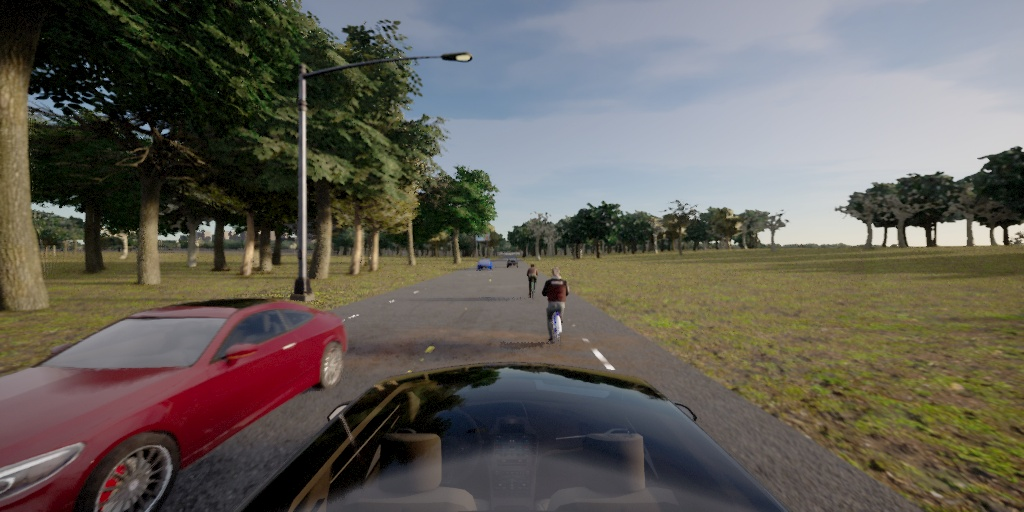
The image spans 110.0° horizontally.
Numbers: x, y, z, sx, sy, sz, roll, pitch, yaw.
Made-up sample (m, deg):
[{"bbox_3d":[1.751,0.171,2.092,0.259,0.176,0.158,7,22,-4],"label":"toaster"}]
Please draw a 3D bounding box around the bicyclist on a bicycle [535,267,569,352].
[{"bbox_3d":[0.962,1.121,8.033,0.659,1.776,1.843,0,0,0],"label":"bicyclist on a bicycle"}]

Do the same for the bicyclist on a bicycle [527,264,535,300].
[{"bbox_3d":[0.962,1.197,16.698,0.582,1.620,1.656,0,0,0],"label":"bicyclist on a bicycle"}]

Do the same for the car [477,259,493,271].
[{"bbox_3d":[-3.591,1.134,47.982,1.882,1.535,5.008,0,0,0],"label":"car"}]

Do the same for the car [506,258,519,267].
[{"bbox_3d":[0.100,1.112,60.834,1.837,1.490,4.892,0,1,0],"label":"car"}]

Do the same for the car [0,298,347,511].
[{"bbox_3d":[-3.600,1.277,4.134,1.812,1.442,4.674,0,0,0],"label":"car"}]
